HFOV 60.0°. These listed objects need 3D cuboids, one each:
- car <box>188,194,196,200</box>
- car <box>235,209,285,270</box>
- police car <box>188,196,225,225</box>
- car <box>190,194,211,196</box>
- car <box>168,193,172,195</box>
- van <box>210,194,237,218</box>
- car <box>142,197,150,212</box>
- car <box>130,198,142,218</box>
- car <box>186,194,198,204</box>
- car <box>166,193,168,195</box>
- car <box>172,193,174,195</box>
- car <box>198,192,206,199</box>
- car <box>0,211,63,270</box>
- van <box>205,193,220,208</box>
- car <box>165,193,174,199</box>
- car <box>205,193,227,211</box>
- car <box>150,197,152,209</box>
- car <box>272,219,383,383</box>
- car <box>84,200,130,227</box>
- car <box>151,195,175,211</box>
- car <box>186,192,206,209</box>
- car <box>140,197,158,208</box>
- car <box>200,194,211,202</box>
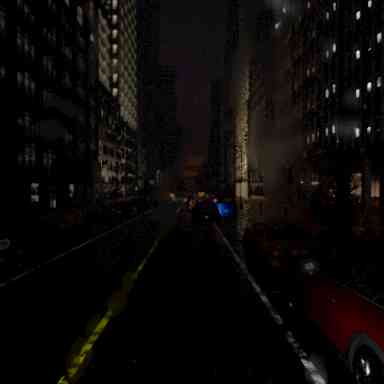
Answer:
[{"bbox_3d":[-0.017,1.107,73.914,1.895,1.301,4.718,0,0,0],"label":"car"},{"bbox_3d":[2.681,1.471,10.649,1.752,1.417,4.829,-1,0,0],"label":"car"},{"bbox_3d":[0.895,1.308,22.985,1.930,1.638,5.238,0,0,0],"label":"police car"},{"bbox_3d":[0.893,1.310,32.875,1.882,1.535,5.008,0,0,0],"label":"car"},{"bbox_3d":[-5.713,1.206,67.313,2.008,1.369,4.403,-1,0,0],"label":"car"},{"bbox_3d":[2.675,1.200,27.529,1.690,1.788,3.998,-1,0,0],"label":"van"},{"bbox_3d":[-5.705,1.375,33.211,1.887,1.381,4.507,-1,0,0],"label":"car"},{"bbox_3d":[-5.703,1.425,27.528,1.947,1.339,4.313,-1,0,0],"label":"car"},{"bbox_3d":[-0.014,1.191,58.885,2.128,1.511,4.902,0,0,0],"label":"car"},{"bbox_3d":[-5.710,1.265,55.946,2.008,1.369,4.403,-1,0,0],"label":"car"},{"bbox_3d":[-5.715,1.179,78.680,1.802,1.307,4.206,-1,0,0],"label":"car"},{"bbox_3d":[2.660,0.854,90.048,2.192,1.841,5.009,-1,0,0],"label":"car"},{"bbox_3d":[-5.701,1.386,10.477,1.967,1.590,4.097,-1,0,0],"label":"car"},{"bbox_3d":[2.671,1.114,44.580,1.690,1.788,3.998,-1,0,0],"label":"van"},{"bbox_3d":[-5.718,1.008,84.363,1.967,1.590,4.097,-1,0,0],"label":"car"},{"bbox_3d":[2.672,1.116,38.896,2.192,1.841,5.009,-1,0,0],"label":"car"},{"bbox_3d":[-5.707,1.352,38.895,2.008,1.369,4.403,-1,0,0],"label":"car"},{"bbox_3d":[2.681,1.415,4.795,1.967,1.590,4.097,-1,0,0],"label":"car"},{"bbox_3d":[-5.702,1.439,21.844,2.008,1.369,4.403,-1,0,0],"label":"car"},{"bbox_3d":[-3.102,1.371,37.619,1.994,1.385,4.181,0,0,0],"label":"car"},{"bbox_3d":[0.531,1.153,38.750,2.097,1.767,4.553,0,0,-6],"label":"car"},{"bbox_3d":[-5.707,1.354,44.579,1.802,1.307,4.206,-1,0,0],"label":"car"},{"bbox_3d":[2.668,1.207,67.314,2.008,1.369,4.403,-1,0,0],"label":"car"}]
